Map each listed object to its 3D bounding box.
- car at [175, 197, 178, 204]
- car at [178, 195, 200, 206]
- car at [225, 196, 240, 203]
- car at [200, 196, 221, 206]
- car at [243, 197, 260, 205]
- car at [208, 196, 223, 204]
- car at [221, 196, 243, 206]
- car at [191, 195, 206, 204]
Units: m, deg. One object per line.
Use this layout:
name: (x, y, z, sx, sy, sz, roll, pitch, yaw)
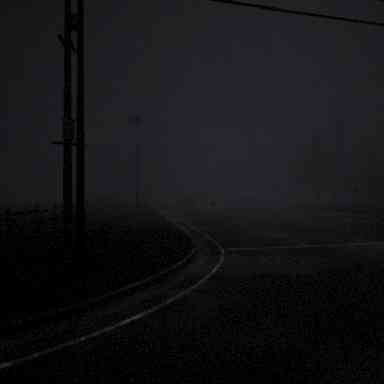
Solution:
car: (-2.193, 1.537, 65.661, 2.033, 1.411, 5.357, 0, 0, -10)
car: (-0.516, 1.342, 55.745, 2.097, 1.767, 4.553, 0, 0, -10)
car: (8.160, 1.510, 67.410, 1.812, 1.442, 4.674, 0, 0, -10)
car: (2.958, 1.515, 56.195, 1.812, 1.442, 4.674, 0, 0, -10)
car: (9.918, 1.533, 57.018, 2.033, 1.411, 5.357, 0, 0, -10)
car: (4.709, 1.491, 66.827, 1.837, 1.490, 4.892, 0, 0, -10)
car: (6.467, 1.535, 56.433, 2.033, 1.411, 5.357, 0, 0, -10)
car: (1.258, 1.479, 66.244, 2.128, 1.511, 4.902, 0, 0, -10)
